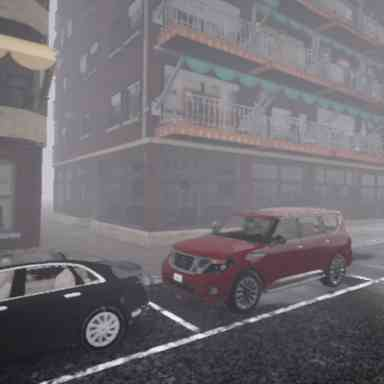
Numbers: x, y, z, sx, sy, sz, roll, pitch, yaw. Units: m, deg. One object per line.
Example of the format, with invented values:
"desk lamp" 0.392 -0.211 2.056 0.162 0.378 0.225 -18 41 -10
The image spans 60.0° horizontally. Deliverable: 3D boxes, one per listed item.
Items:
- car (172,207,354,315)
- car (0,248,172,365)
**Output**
"car" 1.787 1.322 7.816 5.009 1.841 2.192 0 1 -36
"car" -2.725 1.551 4.600 4.403 1.369 2.008 0 1 -36
